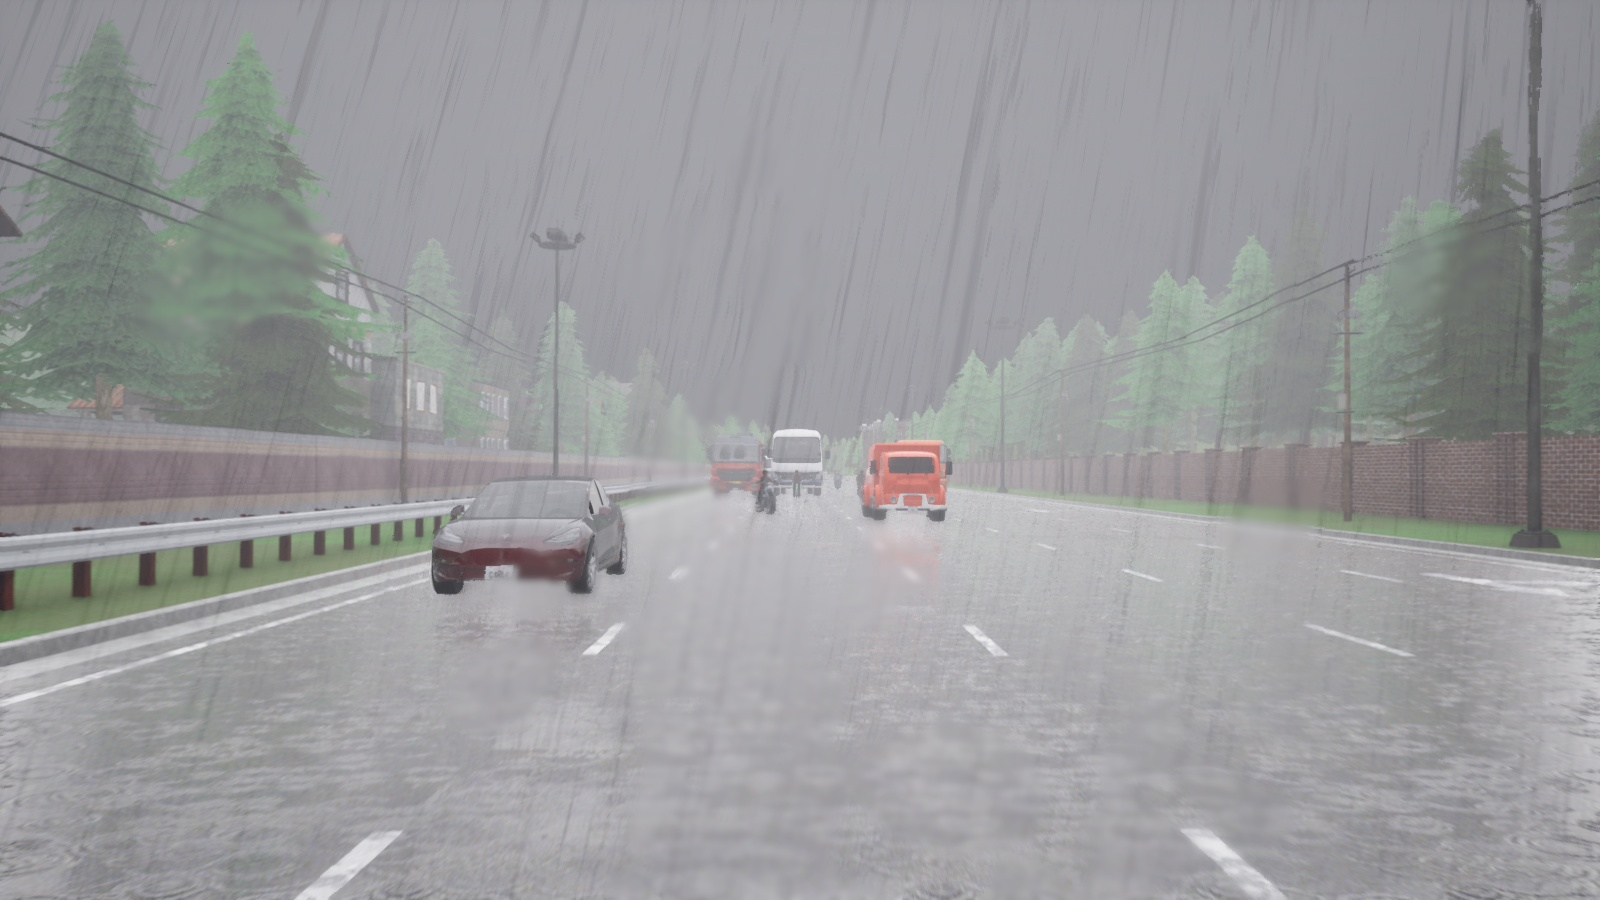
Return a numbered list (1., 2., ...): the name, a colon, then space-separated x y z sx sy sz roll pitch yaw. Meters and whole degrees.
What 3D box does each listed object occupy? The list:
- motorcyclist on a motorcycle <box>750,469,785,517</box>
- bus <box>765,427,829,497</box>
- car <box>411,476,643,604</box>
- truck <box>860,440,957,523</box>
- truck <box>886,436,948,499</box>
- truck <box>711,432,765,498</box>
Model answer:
1. motorcyclist on a motorcycle: -1.172 1.521 44.888 0.766 1.649 2.350 0 -1 -14
2. bus: -0.203 0.817 82.306 3.944 4.253 10.273 0 -1 0
3. car: -3.544 1.118 17.303 2.163 1.488 4.792 0 -1 0
4. truck: 3.401 0.992 40.476 2.627 2.467 5.204 0 -1 0
5. truck: 6.818 1.045 74.072 2.891 3.462 7.936 0 -1 0
6. truck: -3.689 0.951 76.828 2.891 3.827 8.468 0 -1 0
